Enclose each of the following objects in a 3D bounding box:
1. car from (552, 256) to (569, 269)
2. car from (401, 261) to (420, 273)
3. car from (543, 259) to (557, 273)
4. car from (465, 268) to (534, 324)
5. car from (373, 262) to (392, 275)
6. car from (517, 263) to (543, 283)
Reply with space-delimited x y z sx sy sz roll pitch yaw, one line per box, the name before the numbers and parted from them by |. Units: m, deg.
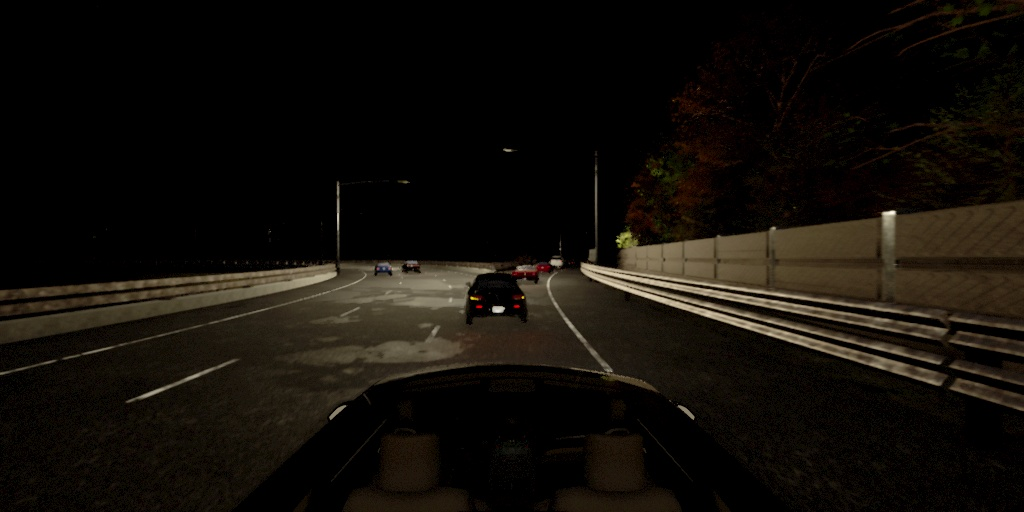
car | 7.827 1.108 60.603 2.150 2.045 5.566 0 -1 14
car | -12.747 1.374 45.039 2.128 1.511 4.902 0 0 -23
car | 4.111 1.379 45.219 1.994 1.385 4.181 0 0 12
car | -0.585 1.298 12.098 1.812 1.442 4.674 0 0 -5
car | -14.749 1.431 41.007 2.033 1.411 5.357 0 0 -22
car | 1.223 1.397 28.654 1.895 1.301 4.718 0 0 7
